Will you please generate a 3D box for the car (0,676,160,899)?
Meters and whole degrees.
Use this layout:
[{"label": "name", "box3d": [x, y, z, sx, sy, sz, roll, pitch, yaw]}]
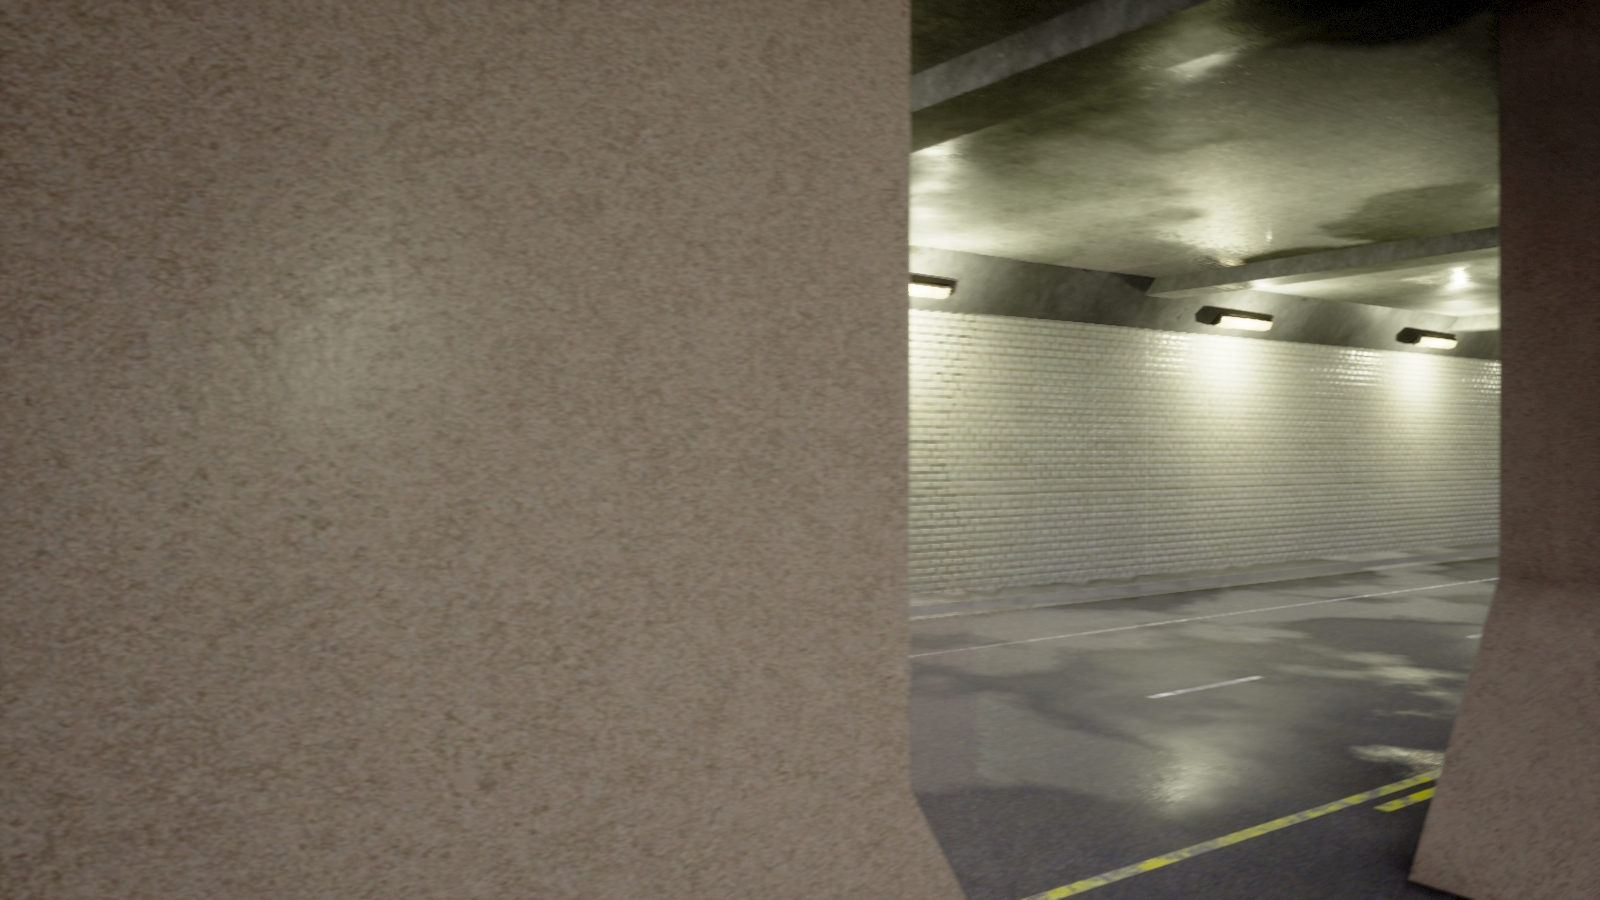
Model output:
[{"label": "car", "box3d": [-5.353, 2.061, 4.361, 4.892, 1.480, 2.231, 0, 0, -35]}]
